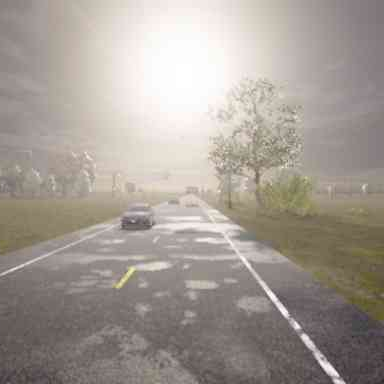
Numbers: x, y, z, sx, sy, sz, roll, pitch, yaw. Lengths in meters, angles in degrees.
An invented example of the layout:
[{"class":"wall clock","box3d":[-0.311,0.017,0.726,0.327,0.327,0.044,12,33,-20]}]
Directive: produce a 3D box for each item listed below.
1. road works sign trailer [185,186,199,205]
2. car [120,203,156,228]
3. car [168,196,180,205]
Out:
[{"class":"road works sign trailer","box3d":[-0.014,0.700,64.014,2.380,3.560,2.880,0,0,0]},{"class":"car","box3d":[-3.603,1.579,22.829,1.837,1.490,4.892,0,0,0]},{"class":"car","box3d":[-3.525,1.595,65.553,2.097,1.767,4.553,0,0,0]}]
